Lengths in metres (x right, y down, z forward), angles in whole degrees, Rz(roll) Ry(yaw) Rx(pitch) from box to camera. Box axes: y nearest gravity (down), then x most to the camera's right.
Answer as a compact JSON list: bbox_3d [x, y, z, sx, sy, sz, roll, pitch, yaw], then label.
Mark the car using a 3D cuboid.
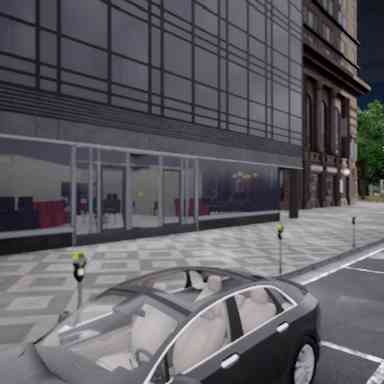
[{"bbox_3d":[-0.225,1.551,3.276,2.008,1.369,4.403,0,0,44],"label":"car"}]
